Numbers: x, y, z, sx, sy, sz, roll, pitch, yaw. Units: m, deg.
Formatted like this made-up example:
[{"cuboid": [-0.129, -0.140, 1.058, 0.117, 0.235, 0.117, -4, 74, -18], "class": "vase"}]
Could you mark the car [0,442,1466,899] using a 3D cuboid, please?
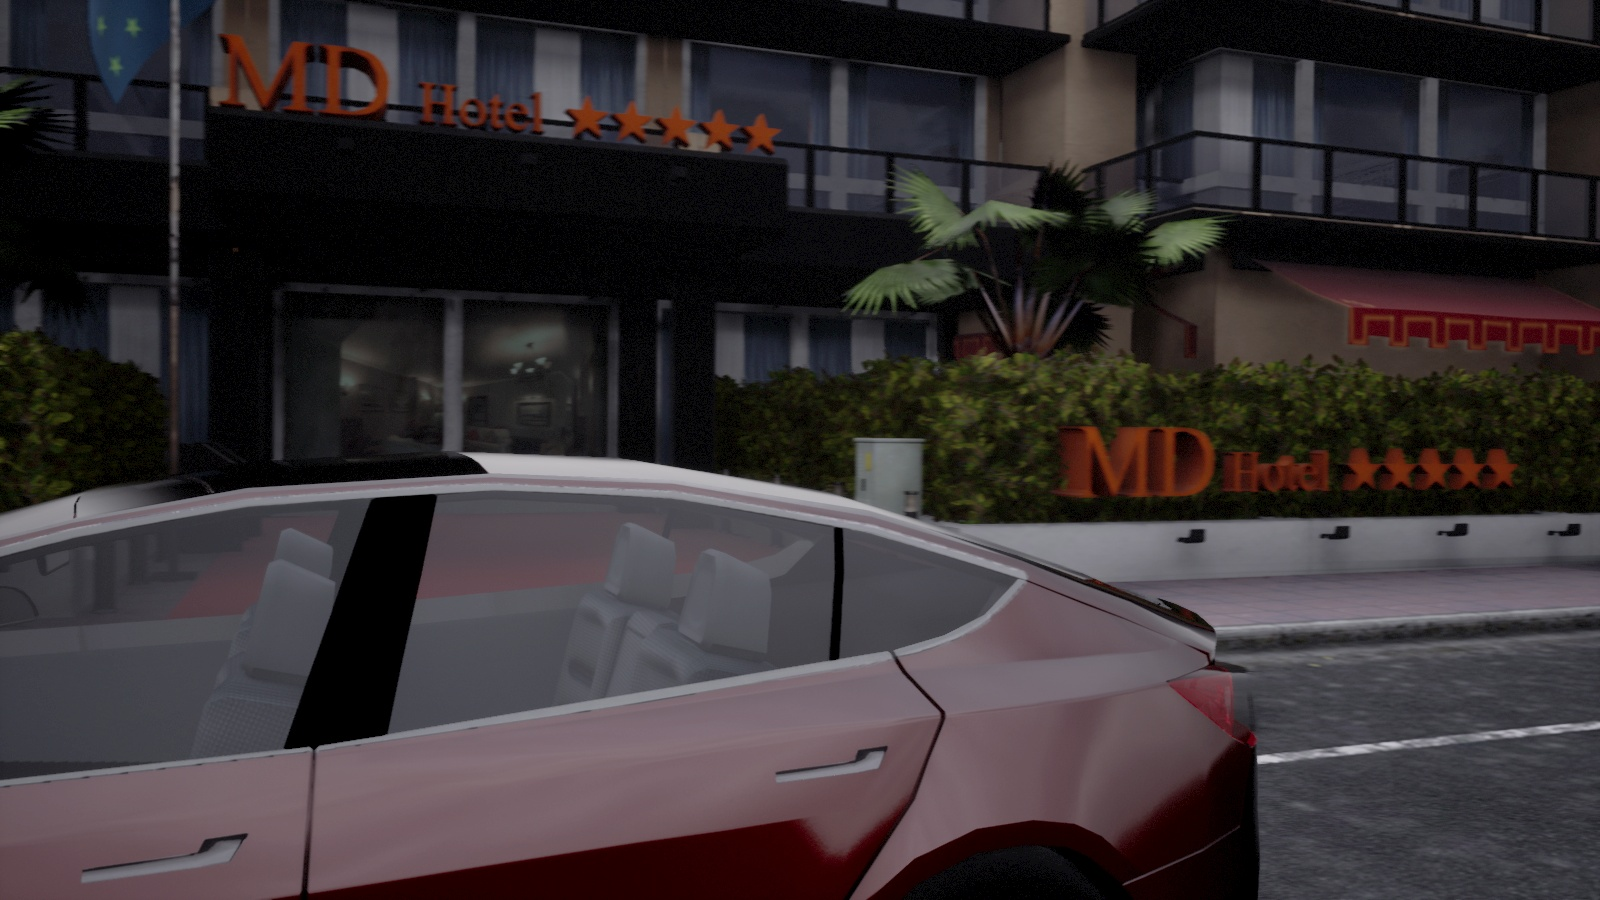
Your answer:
[{"cuboid": [-1.241, 0.766, 2.768, 4.792, 1.488, 2.163, -1, 1, -21], "class": "car"}]
